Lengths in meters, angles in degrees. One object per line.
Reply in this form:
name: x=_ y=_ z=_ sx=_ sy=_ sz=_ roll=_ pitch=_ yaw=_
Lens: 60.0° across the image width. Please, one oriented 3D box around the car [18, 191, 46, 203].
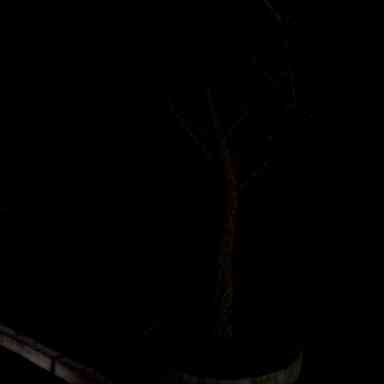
car: x=-20.051 y=0.917 z=40.744 sx=2.150 sy=2.045 sz=5.566 roll=1 pitch=0 yaw=32
